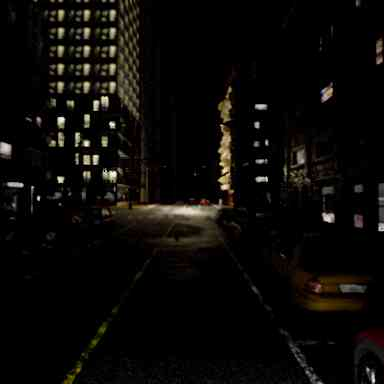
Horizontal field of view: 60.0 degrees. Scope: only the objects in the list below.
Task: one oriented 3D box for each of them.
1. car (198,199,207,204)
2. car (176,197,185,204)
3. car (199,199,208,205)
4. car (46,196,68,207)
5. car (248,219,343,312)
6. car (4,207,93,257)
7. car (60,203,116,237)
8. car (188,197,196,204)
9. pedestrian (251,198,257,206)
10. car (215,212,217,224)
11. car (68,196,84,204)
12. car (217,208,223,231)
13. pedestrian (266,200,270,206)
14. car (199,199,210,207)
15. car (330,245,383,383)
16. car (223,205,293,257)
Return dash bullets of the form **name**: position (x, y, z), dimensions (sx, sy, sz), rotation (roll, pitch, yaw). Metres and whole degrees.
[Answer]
- **car**: position (2.702, 2.393, 85.320), dimensions (2.008, 1.369, 4.403), rotation (0, -1, 0)
- **car**: position (-2.990, 2.186, 84.200), dimensions (2.097, 1.767, 4.553), rotation (0, -1, 0)
- **car**: position (2.701, 2.335, 79.672), dimensions (2.008, 1.369, 4.403), rotation (0, -1, 0)
- **car**: position (-17.554, 1.377, 38.426), dimensions (5.009, 1.841, 2.192), rotation (1, -2, 0)
- **car**: position (2.693, 1.601, 7.858), dimensions (1.752, 1.417, 4.829), rotation (0, -1, 0)
- **car**: position (-5.686, 1.568, 13.370), dimensions (1.967, 1.590, 4.097), rotation (0, -1, 0)
- **car**: position (-5.685, 1.622, 19.052), dimensions (1.967, 1.590, 4.097), rotation (0, -1, 0)
- **car**: position (0.011, 2.424, 88.937), dimensions (1.994, 1.385, 4.181), rotation (0, -1, 0)
- **pedestrian**: position (6.140, 1.456, 32.797), dimensions (0.375, 1.860, 0.375), rotation (0, -1, 0)
- **car**: position (2.695, 1.803, 24.734), dimensions (1.947, 1.339, 4.313), rotation (0, -1, 0)
- **car**: position (-17.687, 1.477, 46.803), dimensions (5.009, 1.841, 2.192), rotation (1, -2, 0)
- **car**: position (2.695, 1.709, 19.222), dimensions (1.752, 1.417, 4.829), rotation (0, -1, 0)
- **pedestrian**: position (7.139, 1.605, 31.595), dimensions (0.375, 1.860, 0.375), rotation (0, -1, 0)
- **car**: position (2.750, 2.234, 66.756), dimensions (1.802, 1.307, 4.206), rotation (0, -1, 0)
- **car**: position (2.693, 1.460, 2.006), dimensions (1.967, 1.590, 4.097), rotation (0, -1, 0)
- **car**: position (2.694, 1.443, 13.372), dimensions (2.192, 1.841, 5.009), rotation (0, -1, 0)
